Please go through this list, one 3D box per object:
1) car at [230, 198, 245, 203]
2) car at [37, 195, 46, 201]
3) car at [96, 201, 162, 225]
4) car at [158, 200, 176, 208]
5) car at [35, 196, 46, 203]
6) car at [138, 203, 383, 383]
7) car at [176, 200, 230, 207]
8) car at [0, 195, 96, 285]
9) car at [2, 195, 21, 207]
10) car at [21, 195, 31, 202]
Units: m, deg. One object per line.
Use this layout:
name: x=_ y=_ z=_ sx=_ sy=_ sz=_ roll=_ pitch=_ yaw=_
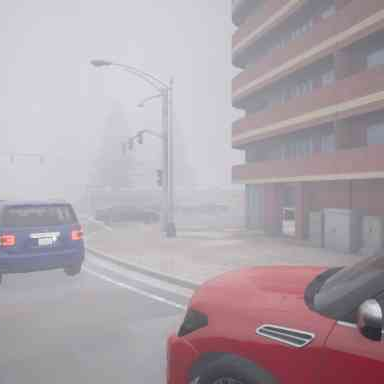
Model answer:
car: x=5.178 y=1.533 z=39.703 sx=5.008 sy=1.535 sz=1.882 roll=0 pitch=0 yaw=-23
car: x=-37.309 y=1.478 z=82.452 sx=1.882 sy=1.535 sz=5.008 roll=0 pitch=0 yaw=-23
car: x=-4.601 y=1.574 z=24.030 sx=4.674 sy=1.442 sz=1.812 roll=0 pitch=0 yaw=-23
car: x=-3.344 y=1.581 z=36.126 sx=4.674 sy=1.442 sz=1.812 roll=0 pitch=0 yaw=-23
car: x=-33.275 y=1.540 z=72.982 sx=2.033 sy=1.411 sz=5.357 roll=0 pitch=0 yaw=-23
car: x=2.392 y=1.221 z=2.420 sx=5.566 sy=2.045 sz=2.150 roll=0 pitch=0 yaw=36
car: x=1.115 y=1.656 z=34.215 sx=4.718 sy=1.301 sz=1.895 roll=0 pitch=0 yaw=-23
car: x=-4.917 y=1.221 z=9.767 sx=2.150 sy=2.045 sz=5.566 roll=0 pitch=0 yaw=-36
car: x=-27.470 y=1.352 z=50.659 sx=2.097 sy=1.767 sz=4.553 roll=0 pitch=0 yaw=-23
car: x=-40.551 y=1.500 z=81.132 sx=1.837 sy=1.490 sz=4.892 roll=0 pitch=0 yaw=-23
